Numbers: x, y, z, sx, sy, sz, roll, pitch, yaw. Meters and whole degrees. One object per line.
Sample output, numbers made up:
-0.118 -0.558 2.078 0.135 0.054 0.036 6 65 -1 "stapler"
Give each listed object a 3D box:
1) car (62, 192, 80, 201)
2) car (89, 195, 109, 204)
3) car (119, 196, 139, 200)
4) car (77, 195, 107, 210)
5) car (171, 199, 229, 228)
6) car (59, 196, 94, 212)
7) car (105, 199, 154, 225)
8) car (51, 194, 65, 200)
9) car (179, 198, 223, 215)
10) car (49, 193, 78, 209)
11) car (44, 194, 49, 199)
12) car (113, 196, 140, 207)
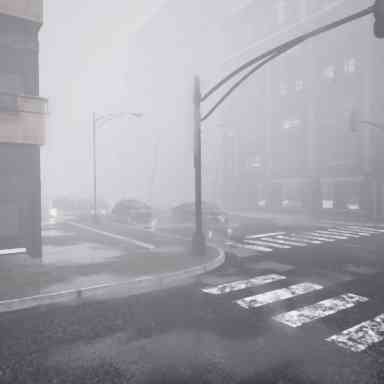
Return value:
-25.183 0.936 69.188 2.192 1.841 5.009 -1 1 -35 "car"
-15.573 1.217 55.315 1.752 1.417 4.829 -1 1 -35 "car"
-5.468 1.374 30.547 1.882 1.535 5.008 -1 1 -35 "car"
-12.000 1.394 39.997 2.033 1.411 5.357 -1 1 -35 "car"
0.419 1.434 22.043 2.128 1.511 4.902 -1 1 -35 "car"
-12.659 1.449 36.388 2.008 1.369 4.403 -1 1 -35 "car"
-4.390 1.509 24.221 1.887 1.381 4.507 -1 1 -35 "car"
-31.652 1.125 78.534 2.008 1.369 4.403 -1 1 -35 "car"
0.782 1.360 31.879 1.887 1.381 4.507 -1 1 -35 "car"
-15.894 1.313 41.059 1.967 1.590 4.097 -1 1 -35 "car"
-34.983 1.076 83.346 1.752 1.417 4.829 -1 1 -35 "car"
-9.104 1.267 45.971 1.752 1.417 4.829 -1 1 -35 "car"
